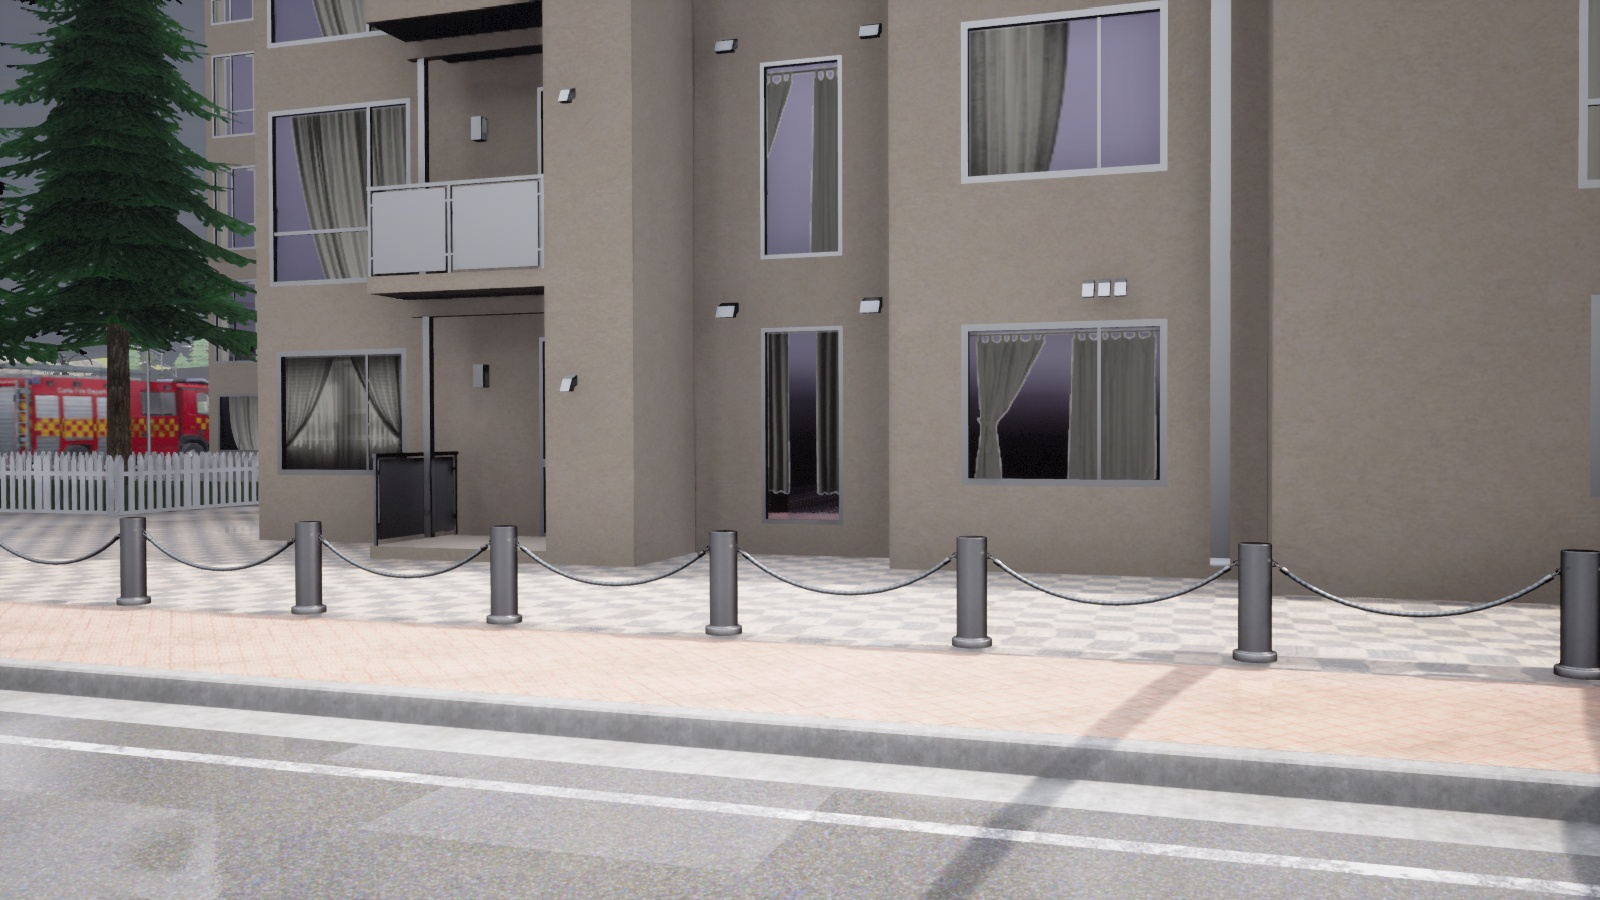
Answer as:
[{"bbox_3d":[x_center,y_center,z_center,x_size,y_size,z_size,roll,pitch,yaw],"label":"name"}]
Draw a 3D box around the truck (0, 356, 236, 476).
[{"bbox_3d":[-24.254,-1.156,44.426,2.891,3.827,8.468,1,1,18],"label":"truck"}]
